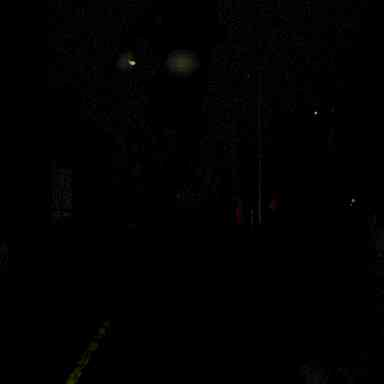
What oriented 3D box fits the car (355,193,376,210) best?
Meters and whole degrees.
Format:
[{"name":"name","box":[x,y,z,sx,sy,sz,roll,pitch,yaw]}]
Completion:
[{"name":"car","box":[19.668,1.028,33.653,4.892,1.490,1.837,-1,-1,-1]}]

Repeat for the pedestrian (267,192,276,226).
[{"name":"pedestrian","box":[4.423,0.933,18.407,0.375,1.860,0.375,1,-1,-1]}]

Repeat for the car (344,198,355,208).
[{"name":"car","box":[19.355,0.927,36.899,4.553,1.767,2.097,-1,-1,-1]}]

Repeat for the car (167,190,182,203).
[{"name":"car","box":[-3.040,0.764,57.284,2.150,2.045,5.566,0,0,0]}]

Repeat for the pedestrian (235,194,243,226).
[{"name":"pedestrian","box":[2.681,0.999,18.963,0.375,1.860,0.375,1,-1,-1]}]

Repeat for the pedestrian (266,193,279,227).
[{"name":"pedestrian","box":[4.349,0.948,17.779,0.375,1.860,0.375,1,-1,-1]}]

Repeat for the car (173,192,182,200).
[{"name":"car","box":[-3.135,0.887,72.912,1.882,1.535,5.008,0,0,-1]}]
